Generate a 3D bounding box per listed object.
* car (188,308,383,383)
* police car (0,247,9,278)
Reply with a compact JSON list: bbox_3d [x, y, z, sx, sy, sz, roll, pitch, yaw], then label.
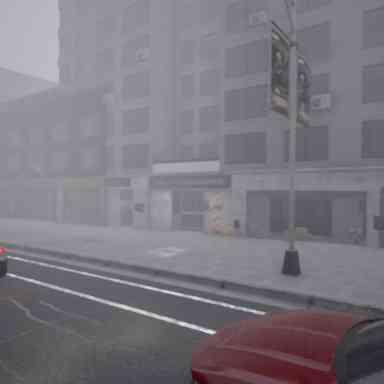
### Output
[{"bbox_3d":[2.227,1.478,1.973,5.008,1.535,1.882,0,0,36],"label":"car"},{"bbox_3d":[-6.730,1.527,8.365,4.974,1.542,2.038,0,0,36],"label":"police car"}]
